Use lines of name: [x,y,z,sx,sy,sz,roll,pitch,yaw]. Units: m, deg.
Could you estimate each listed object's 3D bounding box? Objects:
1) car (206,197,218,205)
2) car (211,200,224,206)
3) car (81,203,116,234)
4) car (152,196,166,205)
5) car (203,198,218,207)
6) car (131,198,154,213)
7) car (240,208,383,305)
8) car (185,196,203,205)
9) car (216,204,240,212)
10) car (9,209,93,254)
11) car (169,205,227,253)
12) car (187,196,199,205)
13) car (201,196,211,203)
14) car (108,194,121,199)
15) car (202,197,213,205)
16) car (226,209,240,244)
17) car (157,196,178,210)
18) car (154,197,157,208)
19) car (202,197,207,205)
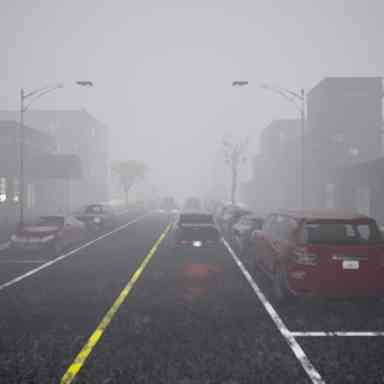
car: [2.757,1.552,35.574,1.752,1.417,4.829,0,0,0]
car: [2.704,1.562,24.337,1.887,1.381,4.507,0,0,0]
car: [-5.682,1.454,19.112,1.967,1.590,4.097,1,0,0]
car: [-5.813,1.492,59.241,1.967,1.590,4.097,0,0,0]
car: [2.826,1.608,51.340,1.947,1.339,4.313,0,0,0]
car: [-5.753,1.554,37.186,1.752,1.417,4.829,1,0,0]
car: [2.700,1.320,8.045,2.192,1.841,5.009,0,0,0]
car: [0.095,1.388,43.955,2.097,1.767,4.553,0,0,0]
car: [2.697,1.579,19.111,1.947,1.339,4.313,0,0,0]
car: [-5.684,1.592,13.579,1.802,1.307,4.206,1,0,0]
car: [0.124,1.514,13.745,1.837,1.490,4.892,0,0,-1]
car: [0.100,1.545,60.881,2.128,1.511,4.902,0,0,0]
car: [2.825,1.608,69.343,1.887,1.381,4.507,0,0,0]
car: [-19.998,1.244,82.679,4.507,1.381,1.887,1,-2,-1]
car: [2.826,1.635,60.341,1.802,1.307,4.206,0,0,0]
car: [2.697,1.575,13.577,1.947,1.339,4.313,0,0,0]
car: [-3.007,1.385,44.202,2.097,1.767,4.553,0,0,0]
car: [-5.807,1.590,48.422,2.008,1.369,4.403,1,0,0]
car: [2.797,1.585,43.795,2.008,1.369,4.403,0,0,0]
